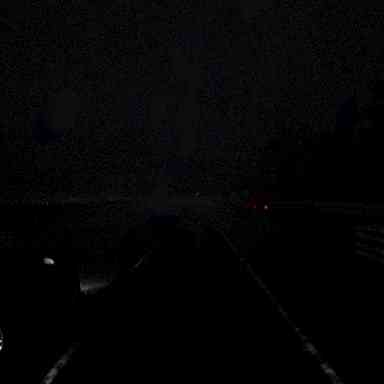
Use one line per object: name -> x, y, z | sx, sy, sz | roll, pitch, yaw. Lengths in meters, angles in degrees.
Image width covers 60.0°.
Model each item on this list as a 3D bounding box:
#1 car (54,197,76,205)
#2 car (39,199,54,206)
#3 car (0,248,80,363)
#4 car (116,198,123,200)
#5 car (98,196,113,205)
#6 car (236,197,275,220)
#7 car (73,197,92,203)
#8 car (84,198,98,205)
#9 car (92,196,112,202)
car -> -24.505, 2.232, 64.988 | 1.895, 1.301, 4.718 | 0, -1, 0
car -> -28.005, 2.133, 64.714 | 1.837, 1.490, 4.892 | 0, -1, 0
car -> -3.400, 1.612, 5.513 | 1.994, 1.385, 4.181 | 0, 0, 0
car -> -17.506, 2.353, 80.886 | 1.994, 1.385, 4.181 | 0, -1, 0
car -> -21.006, 2.025, 80.825 | 2.150, 2.045, 5.566 | 0, -1, 0
car -> 6.009, 1.490, 32.130 | 2.150, 2.045, 5.566 | -2, -1, -12
car -> -21.005, 2.162, 65.060 | 1.812, 1.442, 4.674 | 0, 0, 0
car -> -24.506, 2.300, 80.852 | 1.837, 1.490, 4.892 | 0, -1, 0
car -> -17.505, 2.138, 65.136 | 1.837, 1.490, 4.892 | 0, 0, 0
